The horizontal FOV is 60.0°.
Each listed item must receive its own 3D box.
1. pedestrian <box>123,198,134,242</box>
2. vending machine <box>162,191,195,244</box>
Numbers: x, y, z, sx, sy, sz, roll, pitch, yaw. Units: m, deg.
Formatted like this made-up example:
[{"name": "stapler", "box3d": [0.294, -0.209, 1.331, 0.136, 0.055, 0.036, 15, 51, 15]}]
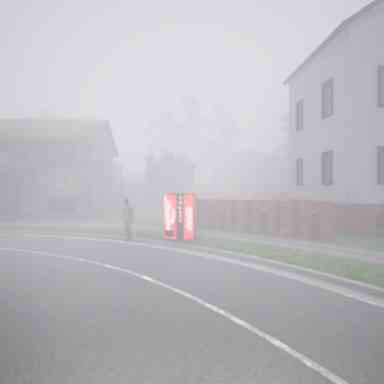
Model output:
[{"name": "pedestrian", "box3d": [-2.641, 1.137, 13.792, 0.375, 1.860, 0.375, 0, 1, 33]}, {"name": "vending machine", "box3d": [-0.550, 1.033, 13.996, 0.880, 2.100, 1.100, 0, 1, 38]}]
